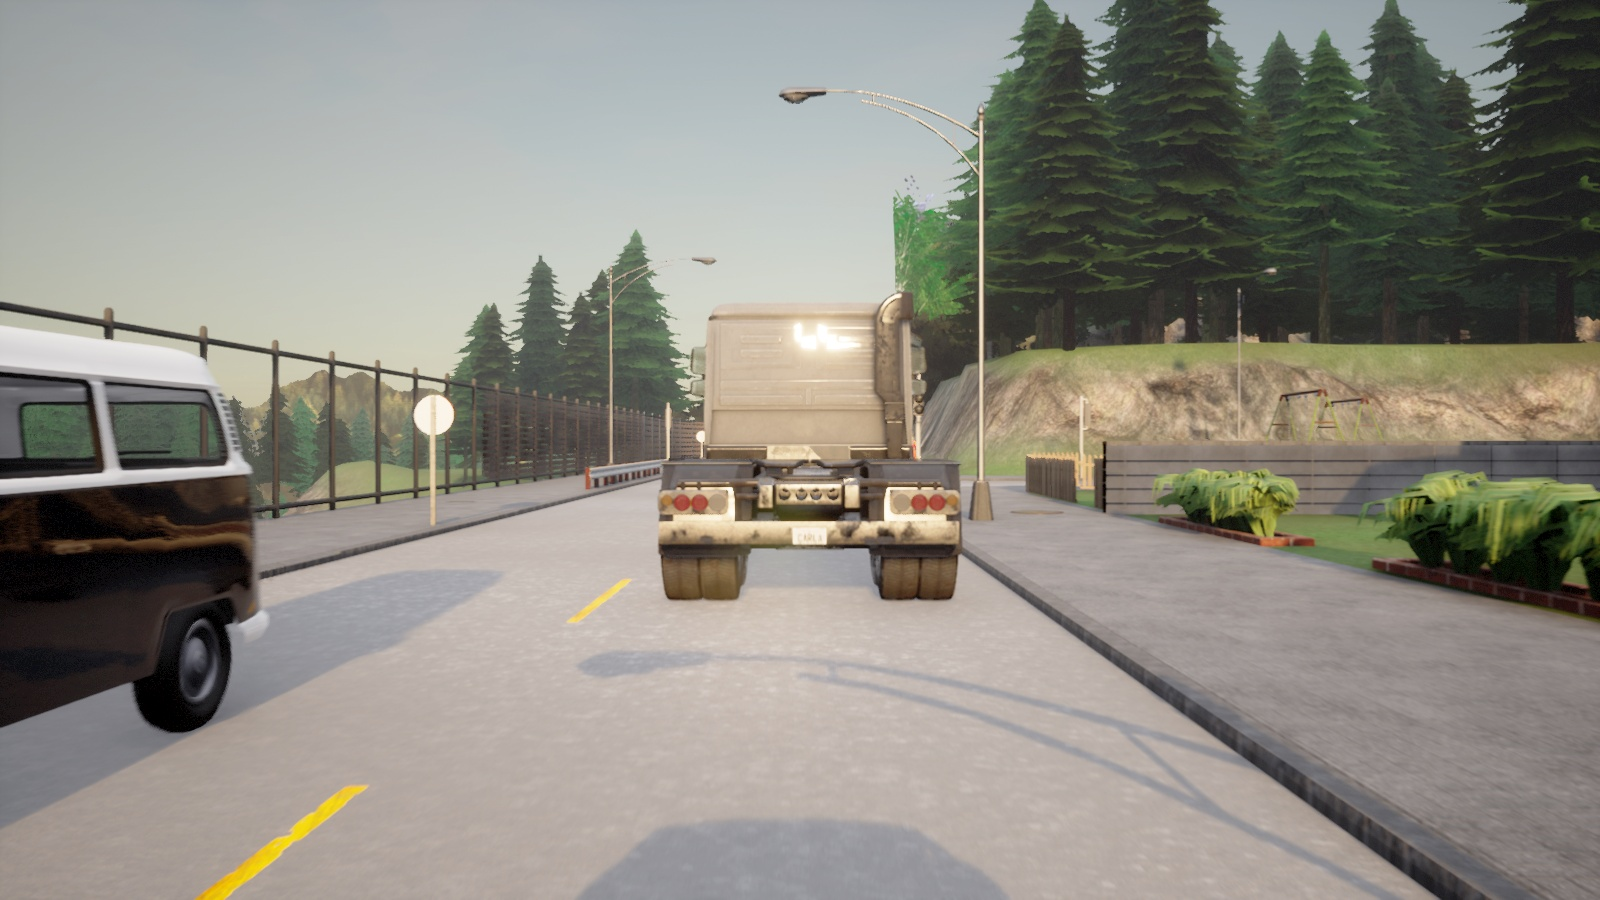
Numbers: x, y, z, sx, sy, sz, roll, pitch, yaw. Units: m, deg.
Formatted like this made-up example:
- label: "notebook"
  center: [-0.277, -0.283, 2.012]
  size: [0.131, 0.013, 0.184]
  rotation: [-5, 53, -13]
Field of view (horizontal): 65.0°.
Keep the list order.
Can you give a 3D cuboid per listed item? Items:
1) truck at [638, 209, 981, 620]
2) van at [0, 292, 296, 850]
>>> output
- label: "truck"
  center: [0.101, -0.317, 14.557]
  size: [2.891, 3.462, 7.936]
  rotation: [0, 0, 0]
- label: "van"
  center: [-3.955, 0.438, 5.011]
  size: [2.069, 2.038, 4.480]
  rotation: [0, 0, 0]
